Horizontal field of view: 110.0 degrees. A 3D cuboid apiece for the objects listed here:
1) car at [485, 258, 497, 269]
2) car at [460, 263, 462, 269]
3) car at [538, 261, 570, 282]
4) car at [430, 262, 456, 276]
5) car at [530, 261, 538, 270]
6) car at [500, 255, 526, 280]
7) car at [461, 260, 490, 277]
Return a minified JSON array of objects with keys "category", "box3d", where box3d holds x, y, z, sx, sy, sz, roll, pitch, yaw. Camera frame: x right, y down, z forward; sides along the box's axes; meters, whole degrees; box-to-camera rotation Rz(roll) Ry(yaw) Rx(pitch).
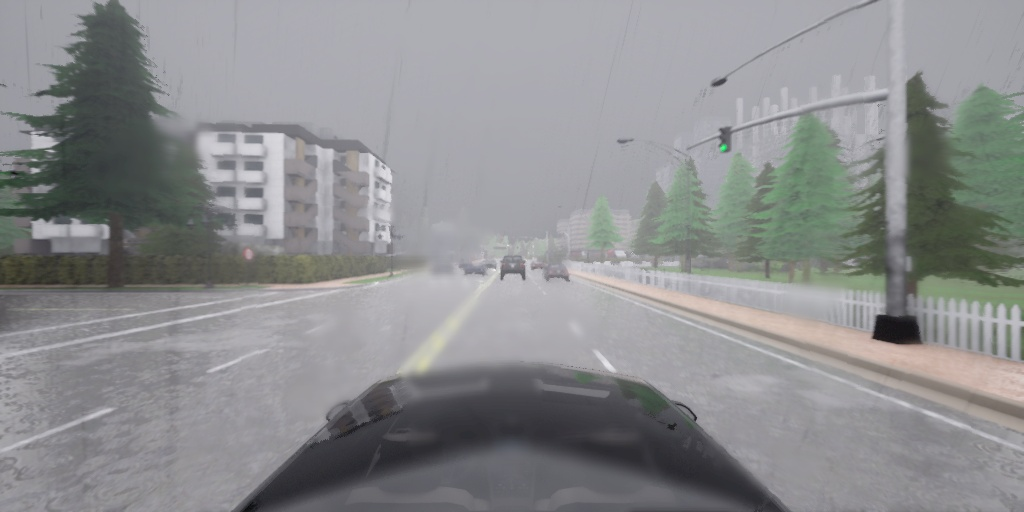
[{"category":"car","box3d":[-3.491,1.110,56.477,2.097,1.767,4.553,0,0,0]},{"category":"car","box3d":[-6.991,1.367,56.425,1.895,1.301,4.718,0,0,0]},{"category":"car","box3d":[3.569,1.292,29.358,2.033,1.411,5.357,0,0,0]},{"category":"car","box3d":[-7.060,1.326,37.061,1.994,1.385,4.181,0,0,0]},{"category":"car","box3d":[3.588,1.345,50.714,1.895,1.301,4.718,0,0,0]},{"category":"car","box3d":[0.083,0.964,31.735,2.150,2.045,5.566,0,-1,0]},{"category":"car","box3d":[-3.566,1.357,36.042,1.895,1.301,4.718,0,0,0]}]
